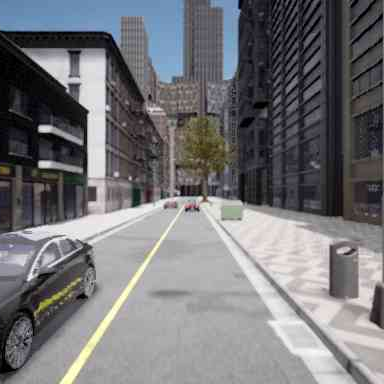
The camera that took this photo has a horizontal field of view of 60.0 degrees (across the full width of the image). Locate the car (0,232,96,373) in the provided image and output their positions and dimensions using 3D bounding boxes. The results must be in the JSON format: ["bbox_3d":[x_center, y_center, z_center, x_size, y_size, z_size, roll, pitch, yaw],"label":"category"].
[{"bbox_3d":[-3.099,1.525,5.739,2.128,1.511,4.902,0,0,0],"label":"car"}]

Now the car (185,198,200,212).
[{"bbox_3d":[0.048,1.834,43.397,1.895,1.301,4.718,0,0,0],"label":"car"}]

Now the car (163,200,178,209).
[{"bbox_3d":[-3.067,1.822,48.781,1.994,1.385,4.181,0,0,0],"label":"car"}]

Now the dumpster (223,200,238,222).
[{"bbox_3d":[3.139,1.552,27.410,1.020,1.700,1.940,0,0,0],"label":"dumpster"}]

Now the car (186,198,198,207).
[{"bbox_3d":[0.033,1.786,57.348,2.128,1.511,4.902,0,0,1],"label":"car"}]
